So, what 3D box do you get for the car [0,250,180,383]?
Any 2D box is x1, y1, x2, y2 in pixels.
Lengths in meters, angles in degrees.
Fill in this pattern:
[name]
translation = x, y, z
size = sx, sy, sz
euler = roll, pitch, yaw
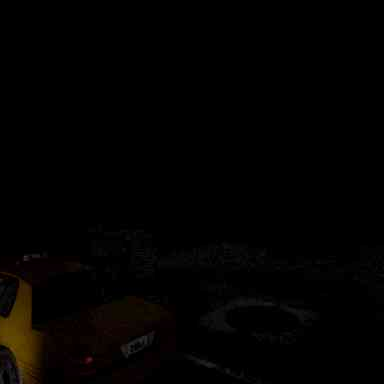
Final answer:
[car]
translation = -2.408, 1.525, 4.795
size = 4.829, 1.417, 1.752
euler = 0, 0, 37
